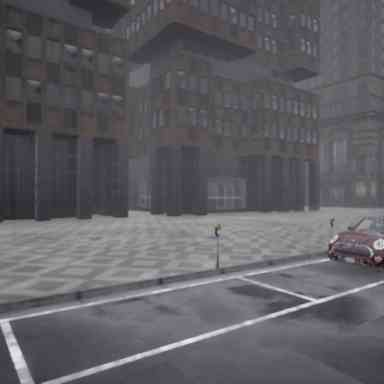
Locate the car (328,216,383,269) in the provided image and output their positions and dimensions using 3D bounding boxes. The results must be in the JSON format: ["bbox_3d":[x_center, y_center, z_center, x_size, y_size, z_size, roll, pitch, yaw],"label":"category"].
[{"bbox_3d":[6.395,1.549,11.207,4.097,1.590,1.967,1,0,-35],"label":"car"}]
